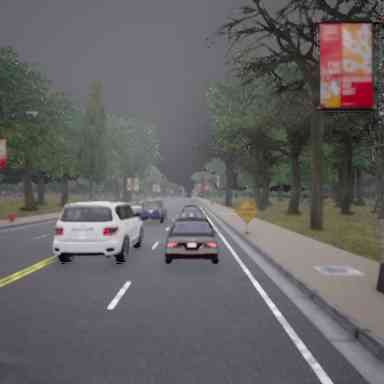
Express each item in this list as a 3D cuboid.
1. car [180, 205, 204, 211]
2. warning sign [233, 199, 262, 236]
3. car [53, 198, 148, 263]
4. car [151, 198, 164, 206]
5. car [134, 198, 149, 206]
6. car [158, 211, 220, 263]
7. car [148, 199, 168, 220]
[{"bbox_3d":[-0.027,1.797,27.536,2.033,1.411,5.357,0,0,0],"label":"car"},{"bbox_3d":[2.832,1.279,17.159,1.300,1.860,1.060,0,-1,0],"label":"warning sign"},{"bbox_3d":[-3.246,1.346,12.571,2.150,2.045,5.566,0,0,0],"label":"car"},{"bbox_3d":[-6.717,2.001,65.661,2.033,1.411,5.357,0,0,0],"label":"car"},{"bbox_3d":[-9.972,1.956,65.675,2.128,1.511,4.902,0,0,0],"label":"car"},{"bbox_3d":[0.004,1.669,12.527,2.033,1.411,5.357,0,-1,0],"label":"car"},{"bbox_3d":[-3.265,1.607,28.423,2.097,1.767,4.553,0,-1,0],"label":"car"}]
